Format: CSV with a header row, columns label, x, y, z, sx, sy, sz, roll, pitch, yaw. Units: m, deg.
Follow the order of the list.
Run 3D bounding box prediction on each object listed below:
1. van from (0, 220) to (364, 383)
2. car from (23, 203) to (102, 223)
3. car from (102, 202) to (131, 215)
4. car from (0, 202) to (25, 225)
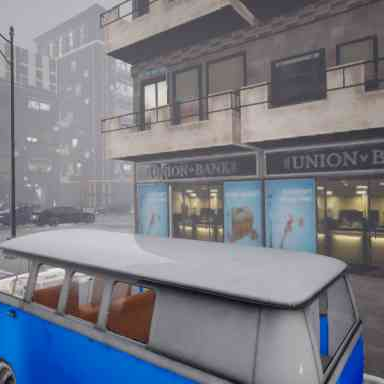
label,x,y,z,sx,sy,sz,roll,pitch,yaw
van,-0.505,1.342,3.223,3.998,1.788,1.690,0,-1,36
car,-8.590,1.583,22.399,1.947,1.339,4.313,-2,-1,36
car,-8.654,1.798,36.451,1.947,1.339,4.313,-2,-1,36
car,-11.045,1.603,23.130,2.033,1.411,5.357,-1,-1,34
